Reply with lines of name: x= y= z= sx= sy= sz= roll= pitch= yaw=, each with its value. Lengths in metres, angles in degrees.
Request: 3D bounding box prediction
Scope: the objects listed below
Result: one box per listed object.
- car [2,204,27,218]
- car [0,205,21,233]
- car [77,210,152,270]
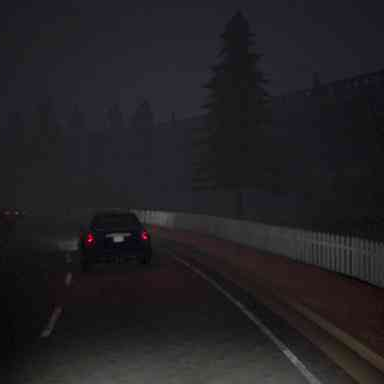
car: x=-16.153 y=1.755 z=27.940 sx=5.357 sy=1.411 sz=2.033 roll=0 pitch=0 yaw=32
car: x=-12.013 y=1.715 z=19.799 sx=1.994 sy=1.385 sz=4.181 roll=0 pitch=0 yaw=-41
car: x=-2.889 y=1.415 z=11.704 sx=2.097 sy=1.767 sz=4.553 roll=0 pitch=0 yaw=-20
